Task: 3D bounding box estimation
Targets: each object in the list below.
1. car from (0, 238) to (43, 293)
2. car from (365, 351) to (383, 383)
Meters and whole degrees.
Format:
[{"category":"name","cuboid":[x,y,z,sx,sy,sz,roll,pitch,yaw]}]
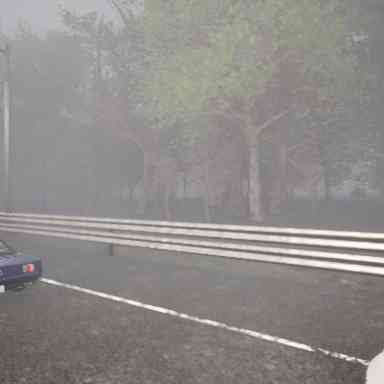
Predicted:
[{"category":"car","cuboid":[-5.665,1.679,7.880,4.718,1.301,1.895,-1,0,35]},{"category":"car","cuboid":[3.360,1.508,1.476,4.674,1.442,1.812,-1,0,35]}]
